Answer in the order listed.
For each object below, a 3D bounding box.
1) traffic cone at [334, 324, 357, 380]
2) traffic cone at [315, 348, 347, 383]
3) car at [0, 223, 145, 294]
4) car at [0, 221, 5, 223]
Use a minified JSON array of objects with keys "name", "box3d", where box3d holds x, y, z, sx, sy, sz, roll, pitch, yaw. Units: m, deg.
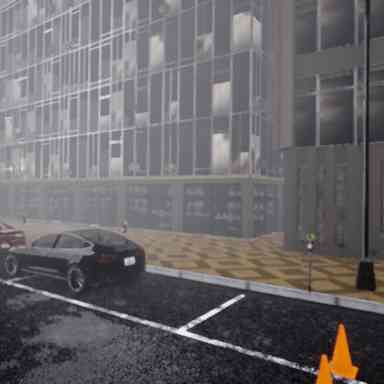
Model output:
[{"name":"traffic cone","box3d":[1.941,2.026,4.332,0.340,0.580,0.340,0,-1,34]},{"name":"traffic cone","box3d":[1.386,2.012,3.500,0.340,0.580,0.340,0,-1,34]},{"name":"car","box3d":[-3.185,1.643,8.915,4.313,1.339,1.947,0,0,34]},{"name":"car","box3d":[-7.924,1.615,12.079,4.507,1.381,1.887,0,0,34]}]
